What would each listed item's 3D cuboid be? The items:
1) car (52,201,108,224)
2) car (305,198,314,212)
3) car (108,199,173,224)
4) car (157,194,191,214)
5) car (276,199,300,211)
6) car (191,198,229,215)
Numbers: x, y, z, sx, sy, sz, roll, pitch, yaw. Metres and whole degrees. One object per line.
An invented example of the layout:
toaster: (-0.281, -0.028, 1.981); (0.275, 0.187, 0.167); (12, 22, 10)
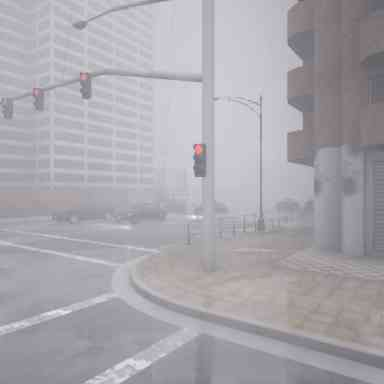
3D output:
car: (-8.070, 1.478, 25.175); (1.882, 1.535, 5.008); (0, 0, 35)
car: (14.536, 1.505, 38.582); (1.837, 1.490, 4.892); (0, 0, 35)
car: (-3.769, 1.526, 25.160); (1.812, 1.442, 4.674); (0, 0, 35)
car: (-2.489, 1.352, 33.040); (2.097, 1.767, 4.553); (0, 0, 35)
car: (11.704, 1.526, 40.670); (1.812, 1.442, 4.674); (0, 0, 35)
car: (1.933, 1.564, 33.209); (1.994, 1.385, 4.181); (0, 0, 36)
